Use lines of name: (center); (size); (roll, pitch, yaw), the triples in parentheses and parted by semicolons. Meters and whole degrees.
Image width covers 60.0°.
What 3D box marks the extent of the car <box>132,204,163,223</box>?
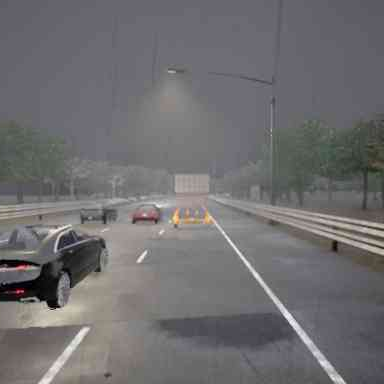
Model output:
car: (-3.394, 1.631, 25.965); (1.994, 1.385, 4.181); (0, 0, 0)

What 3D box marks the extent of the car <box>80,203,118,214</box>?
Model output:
car: (-6.897, 1.556, 24.992); (2.128, 1.511, 4.902); (0, 0, 0)

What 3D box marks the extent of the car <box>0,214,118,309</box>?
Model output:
car: (-3.398, 1.512, 7.877); (2.128, 1.511, 4.902); (0, 0, 0)

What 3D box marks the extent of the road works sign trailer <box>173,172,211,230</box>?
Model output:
road works sign trailer: (0.005, 0.521, 21.604); (2.380, 3.560, 2.880); (0, 0, 0)
